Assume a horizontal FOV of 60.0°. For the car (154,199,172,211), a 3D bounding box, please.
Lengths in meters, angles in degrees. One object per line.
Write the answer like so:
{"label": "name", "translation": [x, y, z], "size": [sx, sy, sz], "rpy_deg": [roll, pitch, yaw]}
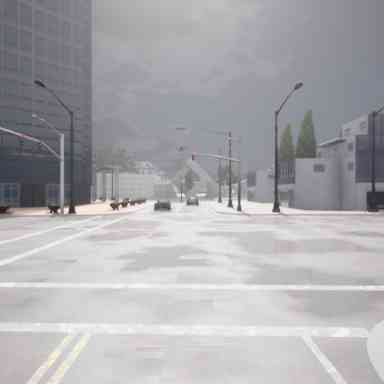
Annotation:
{"label": "car", "translation": [-3.606, 1.588, 41.512], "size": [1.895, 1.301, 4.718], "rpy_deg": [0, 0, 0]}

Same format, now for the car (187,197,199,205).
{"label": "car", "translation": [0.154, 1.545, 58.674], "size": [1.994, 1.385, 4.181], "rpy_deg": [0, 0, 1]}
